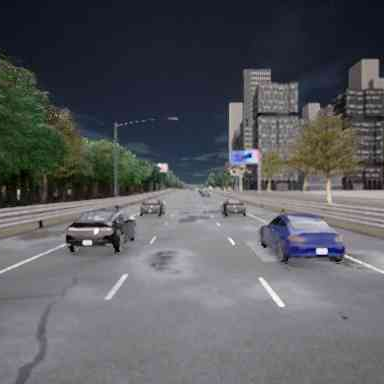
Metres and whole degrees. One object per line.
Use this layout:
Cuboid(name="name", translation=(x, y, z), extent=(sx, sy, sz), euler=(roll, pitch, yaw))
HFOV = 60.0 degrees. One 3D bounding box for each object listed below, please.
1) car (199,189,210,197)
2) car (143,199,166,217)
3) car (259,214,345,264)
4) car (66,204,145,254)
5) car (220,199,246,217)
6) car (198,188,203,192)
Cuboid(name="car", translation=(3.489, 0.613, 82.967), extent=(1.994, 1.385, 4.181), euler=(0, 1, 0))
Cuboid(name="car", translation=(-3.405, 1.342, 29.504), extent=(2.128, 1.511, 4.902), euler=(0, 0, 0))
Cuboid(name="car", translation=(3.599, 1.467, 11.515), extent=(1.812, 1.442, 4.674), euler=(0, 0, 0))
Cuboid(name="car", translation=(-3.402, 1.424, 13.242), extent=(2.128, 1.511, 4.902), euler=(0, 0, 0))
Cuboid(name="car", translation=(3.594, 1.342, 29.493), extent=(2.128, 1.511, 4.902), euler=(0, 0, 0))
Cuboid(name="car", translation=(3.488, 0.345, 93.960), extent=(2.033, 1.411, 5.357), euler=(0, 1, 0))
